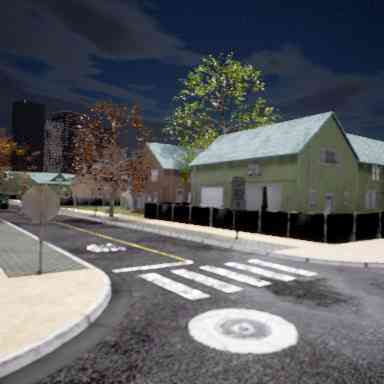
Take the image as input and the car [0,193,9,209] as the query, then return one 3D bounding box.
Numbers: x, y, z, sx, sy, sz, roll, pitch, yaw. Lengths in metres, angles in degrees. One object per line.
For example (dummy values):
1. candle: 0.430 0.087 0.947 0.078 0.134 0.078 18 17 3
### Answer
1. car: -24.931 1.114 42.501 2.150 2.045 5.566 2 -1 -36
